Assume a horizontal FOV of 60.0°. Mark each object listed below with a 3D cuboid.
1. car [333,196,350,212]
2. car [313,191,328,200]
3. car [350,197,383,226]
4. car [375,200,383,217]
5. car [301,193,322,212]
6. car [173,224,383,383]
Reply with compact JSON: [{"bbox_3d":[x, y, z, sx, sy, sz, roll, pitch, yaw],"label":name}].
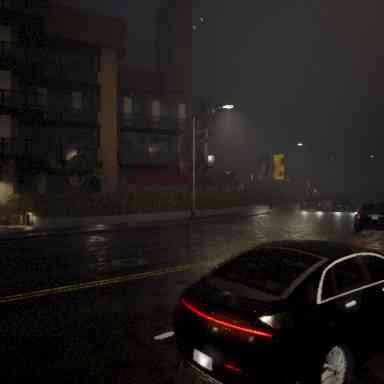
[{"bbox_3d":[17.394,1.487,38.282,1.837,1.490,4.892,0,0,16],"label":"car"},{"bbox_3d":[34.339,1.210,86.109,2.185,1.767,4.553,0,0,-24],"label":"car"},{"bbox_3d":[10.692,1.344,18.620,2.097,1.767,4.553,0,0,39],"label":"car"},{"bbox_3d":[18.972,1.552,31.942,1.994,1.385,4.181,0,0,23],"label":"car"},{"bbox_3d":[13.939,1.330,38.922,2.097,1.767,4.553,0,0,16],"label":"car"},{"bbox_3d":[1.985,1.504,5.050,4.892,1.490,1.837,0,0,-39],"label":"car"}]
